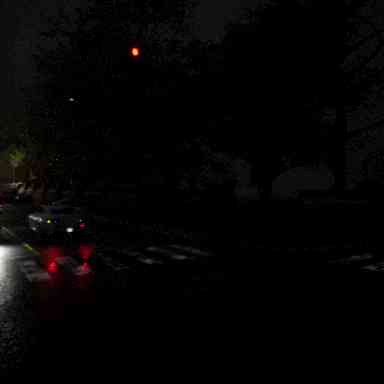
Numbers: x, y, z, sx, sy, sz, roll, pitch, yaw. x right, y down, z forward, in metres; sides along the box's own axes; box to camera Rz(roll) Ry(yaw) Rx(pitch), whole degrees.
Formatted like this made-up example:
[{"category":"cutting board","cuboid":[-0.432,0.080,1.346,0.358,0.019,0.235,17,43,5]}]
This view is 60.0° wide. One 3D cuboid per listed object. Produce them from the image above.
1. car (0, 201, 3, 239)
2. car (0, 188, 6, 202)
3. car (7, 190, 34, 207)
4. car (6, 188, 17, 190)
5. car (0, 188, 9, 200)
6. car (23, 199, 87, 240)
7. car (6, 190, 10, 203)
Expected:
[{"category":"car","cuboid":[-9.512,1.211,14.361,1.837,1.490,4.892,0,1,-36]},{"category":"car","cuboid":[-24.076,0.549,39.809,2.097,1.767,4.553,0,1,-36]},{"category":"car","cuboid":[-18.679,0.852,36.817,2.008,1.369,4.403,1,0,-36]},{"category":"car","cuboid":[-25.190,0.422,45.772,2.192,1.841,5.009,1,0,-36]},{"category":"car","cuboid":[-31.706,0.230,54.725,2.192,1.841,5.009,1,0,-36]},{"category":"car","cuboid":[-6.269,1.258,15.315,1.812,1.442,4.674,0,1,-35]},{"category":"car","cuboid":[-21.938,0.770,41.295,1.947,1.339,4.313,1,0,-36]}]
